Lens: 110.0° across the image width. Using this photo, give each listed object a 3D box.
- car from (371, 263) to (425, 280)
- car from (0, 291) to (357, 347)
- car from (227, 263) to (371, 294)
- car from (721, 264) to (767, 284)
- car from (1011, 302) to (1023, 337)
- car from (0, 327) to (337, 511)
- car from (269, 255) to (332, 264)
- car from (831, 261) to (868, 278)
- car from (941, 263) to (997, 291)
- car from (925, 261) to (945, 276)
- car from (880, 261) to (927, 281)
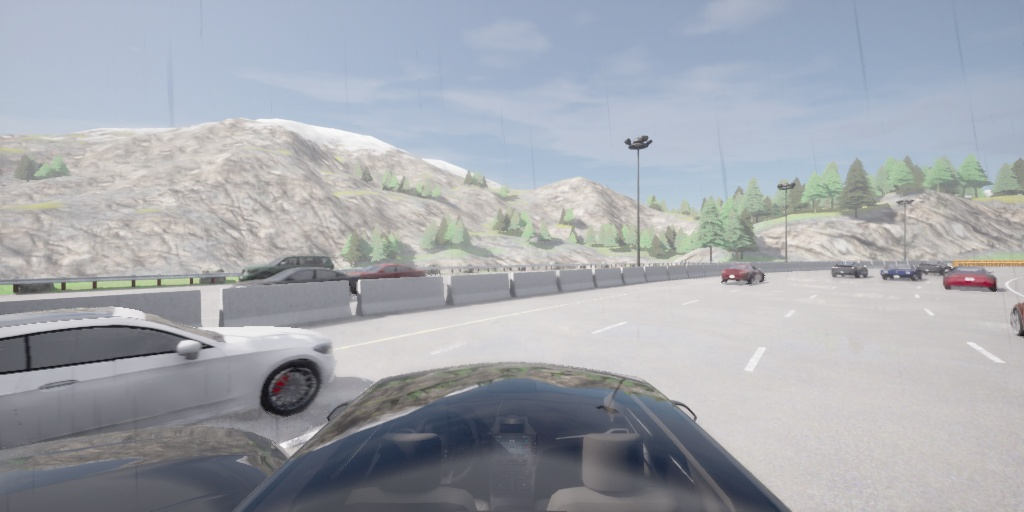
[{"bbox_3d":[-7.741,1.227,21.927,1.882,1.535,5.008,0,0,42],"label":"car"},{"bbox_3d":[-4.374,1.276,3.785,1.812,1.442,4.674,0,0,37],"label":"car"},{"bbox_3d":[-8.944,1.227,15.170,1.882,1.535,5.008,0,0,40],"label":"car"},{"bbox_3d":[17.139,1.276,26.593,4.674,1.442,1.812,1,0,-41],"label":"car"},{"bbox_3d":[12.135,1.275,7.150,1.812,1.442,4.674,0,0,42],"label":"car"},{"bbox_3d":[-2.981,1.255,0.477,4.892,1.490,1.837,0,0,-45],"label":"car"},{"bbox_3d":[-14.972,0.971,24.322,2.150,2.045,5.566,0,0,41],"label":"car"},{"bbox_3d":[31.376,1.242,33.286,4.902,1.511,2.128,0,0,-35],"label":"car"},{"bbox_3d":[28.309,1.315,22.216,4.181,1.385,1.994,0,0,-39],"label":"car"},{"bbox_3d":[43.314,1.242,36.808,4.902,1.511,2.128,0,0,-31],"label":"car"},{"bbox_3d":[32.309,1.351,29.677,4.718,1.301,1.895,0,0,-35],"label":"car"}]
